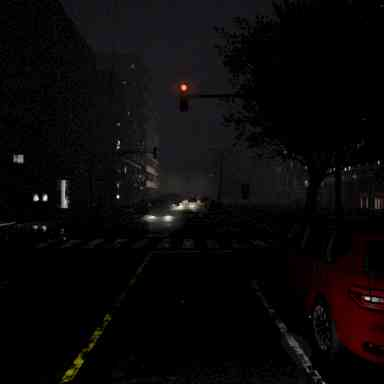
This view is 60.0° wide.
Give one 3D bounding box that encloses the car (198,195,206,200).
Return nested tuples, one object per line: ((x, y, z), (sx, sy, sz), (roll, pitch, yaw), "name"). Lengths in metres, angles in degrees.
((2.706, 1.638, 93.567), (2.008, 1.369, 4.403), (0, 0, 0), "car")

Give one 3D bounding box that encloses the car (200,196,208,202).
((2.704, 1.584, 77.139), (1.752, 1.417, 4.829), (0, 0, 0), "car")

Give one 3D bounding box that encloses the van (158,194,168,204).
((-5.678, 1.384, 65.905), (1.690, 1.788, 3.998), (0, 0, 0), "van")

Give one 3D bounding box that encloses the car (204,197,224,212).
((2.698, 1.557, 38.240), (1.887, 1.381, 4.507), (0, 0, 0), "car")

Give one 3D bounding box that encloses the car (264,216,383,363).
((2.694, 1.315, 5.852), (2.192, 1.841, 5.009), (0, 0, 0), "car")

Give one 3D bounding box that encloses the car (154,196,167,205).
((-5.679, 1.476, 60.372), (1.967, 1.590, 4.097), (0, 0, 0), "car")

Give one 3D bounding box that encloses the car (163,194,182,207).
((-3.079, 1.250, 51.888), (2.150, 2.045, 5.566), (0, 0, 0), "car")

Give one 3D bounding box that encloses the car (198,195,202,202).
((2.702, 1.625, 65.903), (1.802, 1.307, 4.206), (0, 0, 0), "car")

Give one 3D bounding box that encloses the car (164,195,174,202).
((-5.676, 1.507, 82.503), (1.967, 1.590, 4.097), (0, 0, 0), "car")

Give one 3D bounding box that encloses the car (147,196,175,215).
((-3.092, 1.487, 33.851), (1.882, 1.535, 5.008), (0, 0, 0), "car")

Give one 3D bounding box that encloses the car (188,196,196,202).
((0.015, 1.657, 79.320), (1.895, 1.301, 4.718), (0, 0, 0), "car")

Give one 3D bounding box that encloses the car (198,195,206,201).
((2.705, 1.621, 88.034), (1.887, 1.381, 4.507), (0, 0, 0), "car")

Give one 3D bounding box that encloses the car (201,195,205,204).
((2.699, 1.548, 49.475), (1.752, 1.417, 4.829), (0, 0, 0), "car")

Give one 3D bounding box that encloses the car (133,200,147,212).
((-5.682, 1.563, 38.241), (2.008, 1.369, 4.403), (0, 0, 0), "car")

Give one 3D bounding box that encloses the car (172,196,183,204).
((-2.997, 1.611, 68.280), (1.994, 1.385, 4.181), (0, 0, 0), "car")

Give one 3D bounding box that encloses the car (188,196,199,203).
((0.115, 1.612, 69.419), (1.994, 1.385, 4.181), (0, 0, 0), "car")
